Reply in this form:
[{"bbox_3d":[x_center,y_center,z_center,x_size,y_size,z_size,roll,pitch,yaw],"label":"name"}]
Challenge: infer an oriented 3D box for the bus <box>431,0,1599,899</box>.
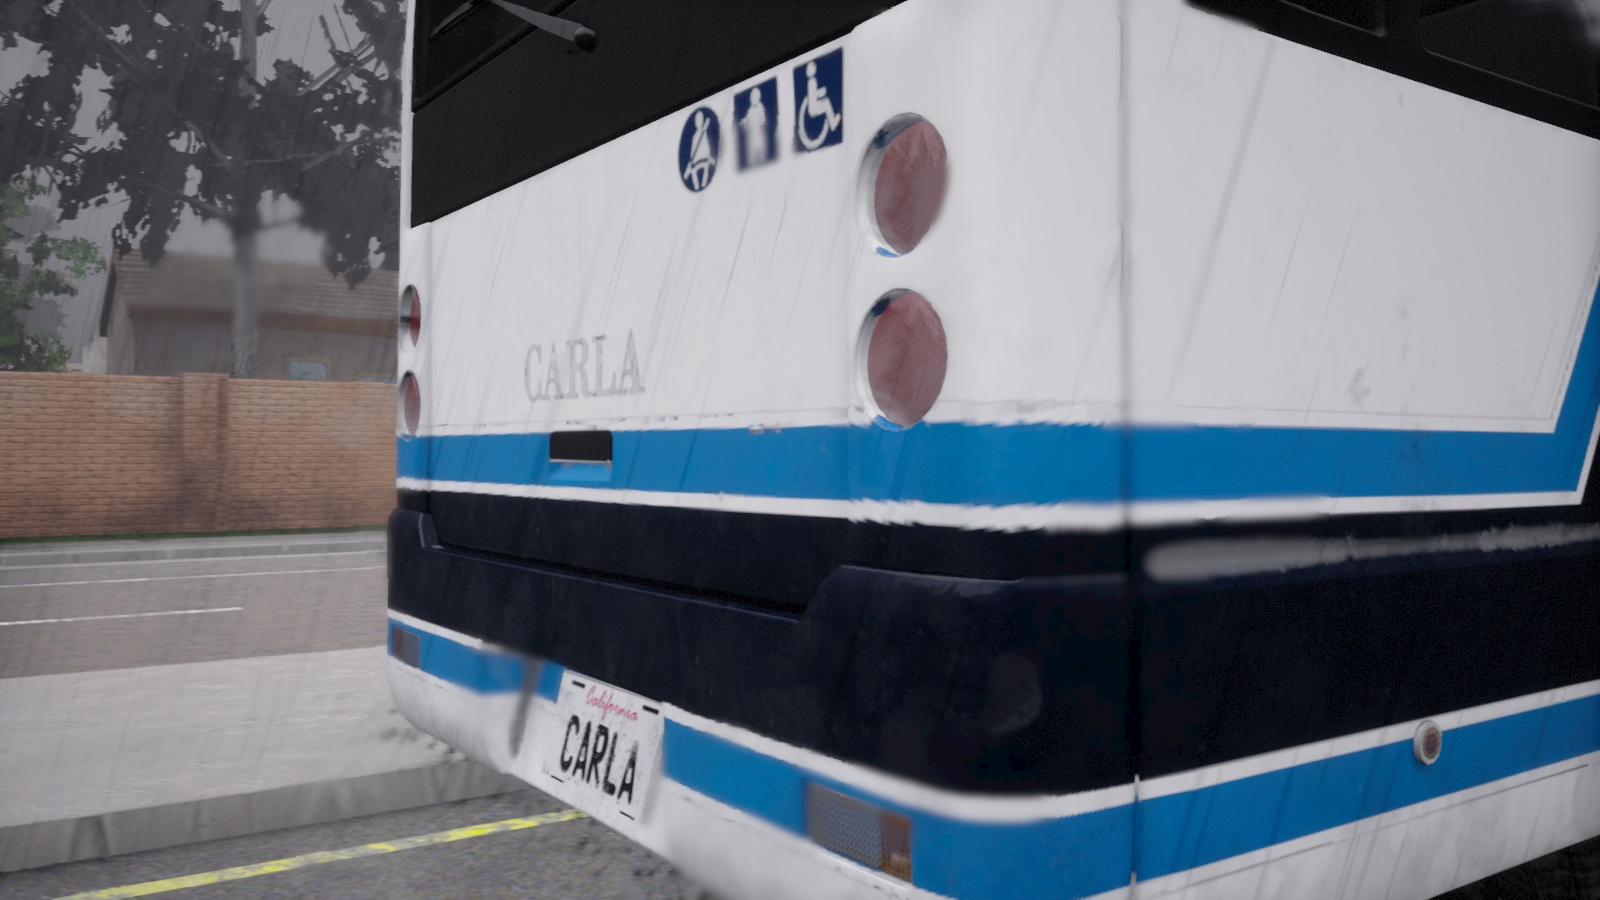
[{"bbox_3d":[3.865,-0.624,6.354,10.273,4.253,3.944,0,0,-35],"label":"bus"}]
